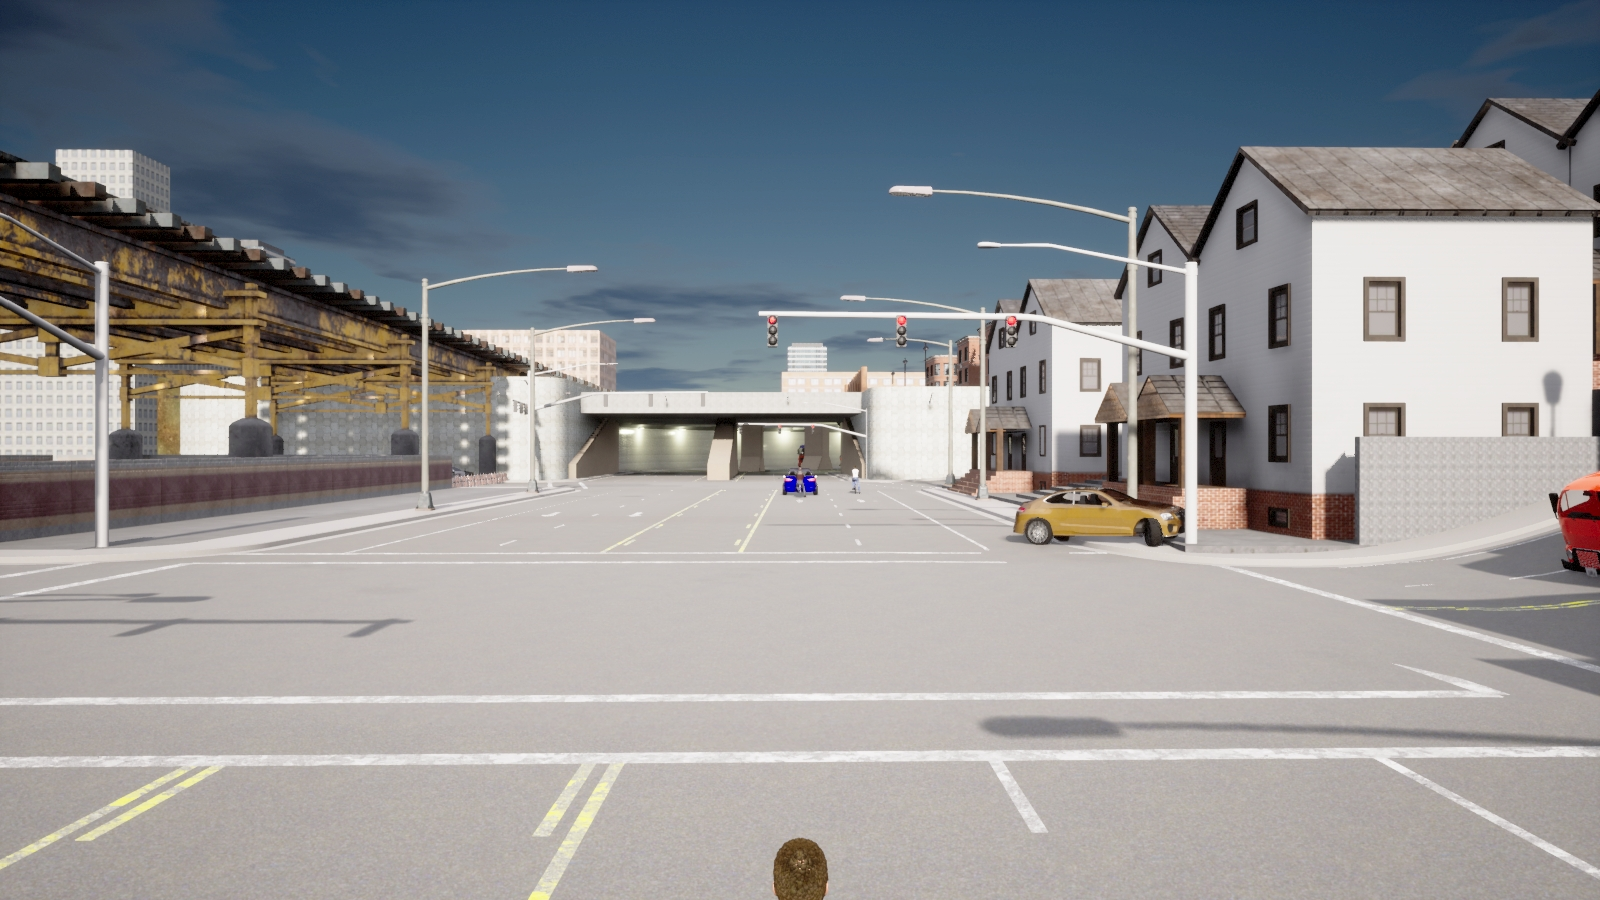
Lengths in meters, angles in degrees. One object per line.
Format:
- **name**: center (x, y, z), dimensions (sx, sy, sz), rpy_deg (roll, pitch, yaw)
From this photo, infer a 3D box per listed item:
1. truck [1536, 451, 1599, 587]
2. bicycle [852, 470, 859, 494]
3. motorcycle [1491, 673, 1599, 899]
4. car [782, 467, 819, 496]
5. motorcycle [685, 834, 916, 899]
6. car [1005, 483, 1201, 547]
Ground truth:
- **truck**: center (18.366, 0.881, 22.796), dimensions (5.204, 2.467, 2.627), rpy_deg (-16, 0, -1)
- **bicycle**: center (3.507, 2.018, 72.556), dimensions (0.373, 1.521, 1.643), rpy_deg (0, 0, 0)
- **motorcycle**: center (3.504, 1.905, 3.984), dimensions (0.764, 1.802, 2.356), rpy_deg (0, 0, 0)
- **car**: center (0.007, 1.942, 71.643), dimensions (2.242, 1.667, 4.611), rpy_deg (0, 0, 0)
- **motorcycle**: center (0.002, 2.172, 3.626), dimensions (0.803, 1.224, 2.033), rpy_deg (0, 0, 0)
- **car**: center (8.816, 1.904, 33.461), dimensions (5.027, 1.651, 2.152), rpy_deg (-3, 0, 36)
